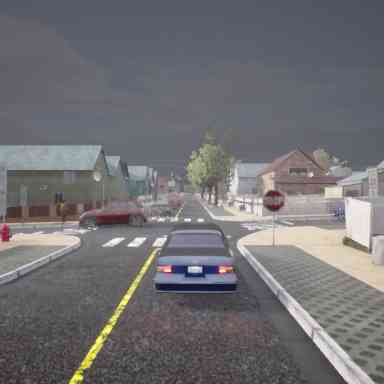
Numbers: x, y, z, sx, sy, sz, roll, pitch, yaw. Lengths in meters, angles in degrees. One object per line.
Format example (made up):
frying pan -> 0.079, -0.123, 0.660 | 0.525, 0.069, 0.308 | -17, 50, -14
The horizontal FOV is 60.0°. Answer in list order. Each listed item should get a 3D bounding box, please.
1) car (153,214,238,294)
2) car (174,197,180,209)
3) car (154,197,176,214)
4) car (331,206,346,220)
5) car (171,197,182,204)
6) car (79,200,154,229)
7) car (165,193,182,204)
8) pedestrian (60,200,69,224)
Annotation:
car -> 0.122, 1.550, 8.953 | 2.033, 1.411, 5.357 | 0, 0, 1
car -> -2.906, 1.603, 41.762 | 1.895, 1.301, 4.718 | 0, 0, 0
car -> -2.882, 1.528, 32.706 | 1.812, 1.442, 4.674 | 0, 0, 0
car -> 12.030, 1.147, 22.458 | 5.008, 1.535, 1.882 | -2, -1, 0
car -> -2.896, 1.596, 62.486 | 1.895, 1.301, 4.718 | 0, 0, 0
car -> -5.173, 1.446, 22.308 | 4.553, 1.767, 2.097 | -2, -1, 0
car -> -2.931, 1.218, 51.730 | 2.150, 2.045, 5.566 | 0, 0, 0
pedestrian -> -9.728, 1.462, 25.208 | 0.375, 1.860, 0.375 | 0, 0, 0
